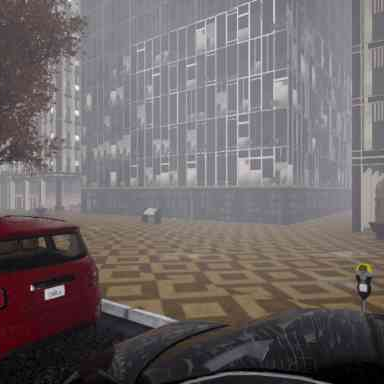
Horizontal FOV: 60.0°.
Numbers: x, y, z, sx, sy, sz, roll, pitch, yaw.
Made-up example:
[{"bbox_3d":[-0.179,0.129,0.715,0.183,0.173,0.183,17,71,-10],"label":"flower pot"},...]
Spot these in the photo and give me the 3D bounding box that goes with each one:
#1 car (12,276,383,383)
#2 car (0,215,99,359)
[{"bbox_3d":[0.865,1.566,2.260,4.313,1.339,1.947,0,0,36],"label":"car"},{"bbox_3d":[-3.627,1.315,5.473,5.009,1.841,2.192,0,0,36],"label":"car"}]
